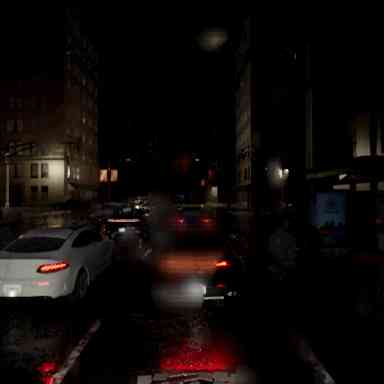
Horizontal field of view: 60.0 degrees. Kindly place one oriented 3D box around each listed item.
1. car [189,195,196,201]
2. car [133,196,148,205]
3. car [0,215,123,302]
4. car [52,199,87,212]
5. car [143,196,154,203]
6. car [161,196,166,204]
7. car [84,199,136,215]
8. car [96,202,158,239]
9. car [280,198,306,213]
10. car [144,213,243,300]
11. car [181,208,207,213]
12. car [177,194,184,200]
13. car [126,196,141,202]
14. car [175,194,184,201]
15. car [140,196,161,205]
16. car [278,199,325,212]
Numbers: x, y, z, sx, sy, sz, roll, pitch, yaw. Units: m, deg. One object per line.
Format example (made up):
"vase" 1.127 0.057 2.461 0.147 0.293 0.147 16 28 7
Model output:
"car" 0.093 1.584 83.541 2.128 1.511 4.902 0 0 0
"car" -9.728 1.543 63.471 2.128 1.511 4.902 0 0 1
"car" -3.147 1.532 8.143 1.812 1.442 4.674 0 0 0
"car" -14.417 1.586 40.037 4.674 1.442 1.812 0 -1 0
"car" -9.669 1.581 73.686 1.812 1.442 4.674 0 0 0
"car" -6.493 1.576 61.909 1.812 1.442 4.674 0 0 1
"car" -5.857 1.518 24.343 1.812 1.442 4.674 0 1 6
"car" -3.133 1.507 17.409 2.128 1.511 4.902 0 0 0
"car" 12.499 1.456 36.858 4.553 1.767 2.097 0 -1 0
"car" 0.102 1.512 8.394 1.837 1.490 4.892 0 0 0
"car" 0.101 1.541 17.511 1.812 1.442 4.674 0 0 0
"car" -3.146 1.365 93.174 1.882 1.535 5.008 0 0 0
"car" -9.777 1.551 53.343 1.837 1.490 4.892 0 0 0
"car" -3.158 1.575 82.754 2.128 1.511 4.902 0 0 0
"car" -6.532 1.551 52.885 1.837 1.490 4.892 0 0 0
"car" 13.140 1.628 40.109 5.008 1.535 1.882 0 -1 1
